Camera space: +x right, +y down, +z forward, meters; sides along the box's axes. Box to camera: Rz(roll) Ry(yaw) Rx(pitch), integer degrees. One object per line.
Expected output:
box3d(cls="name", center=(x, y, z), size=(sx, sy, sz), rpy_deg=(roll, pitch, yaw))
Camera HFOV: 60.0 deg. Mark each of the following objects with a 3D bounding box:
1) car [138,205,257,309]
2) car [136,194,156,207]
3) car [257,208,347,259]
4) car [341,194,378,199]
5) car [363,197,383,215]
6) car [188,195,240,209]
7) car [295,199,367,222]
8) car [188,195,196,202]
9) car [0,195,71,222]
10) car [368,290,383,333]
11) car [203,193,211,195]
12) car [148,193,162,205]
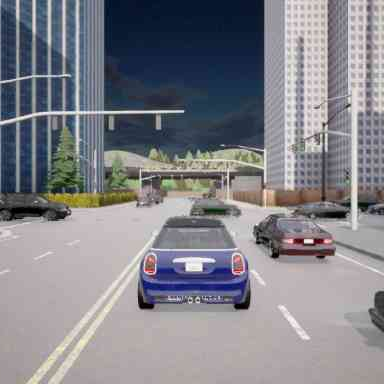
box3d(cls="car", center=(0.053, 1.352, 8.018), size=(2.097, 1.767, 4.553), rpy_deg=(0, 0, 0))
box3d(cls="car", center=(-7.137, 1.491, 49.786), size=(2.128, 1.511, 4.902), rpy_deg=(0, 0, 0))
box3d(cls="car", center=(3.599, 1.547, 12.648), size=(2.033, 1.411, 5.357), rpy_deg=(0, 0, 1))
box3d(cls="car", center=(17.813, 1.221, 36.631), size=(5.566, 2.045, 2.150), rpy_deg=(0, 0, 0))
box3d(cls="car", center=(19.992, 1.526, 33.099), size=(4.674, 1.442, 1.812), rpy_deg=(0, 0, 0))
box3d(cls="car", center=(2.041, 1.352, 29.320), size=(4.553, 1.767, 2.097), rpy_deg=(0, 0, -1))
box3d(cls="car", center=(10.439, 1.491, 25.920), size=(4.902, 1.511, 2.128), rpy_deg=(0, 0, 0))
box3d(cls="car", center=(-0.065, 1.501, 77.708), size=(1.812, 1.442, 4.674), rpy_deg=(0, 0, 0))
box3d(cls="car", center=(-12.285, 1.223, 25.589), size=(5.566, 2.045, 2.150), rpy_deg=(0, 0, -1))
box3d(cls="car", center=(3.599, 1.547, 2.580), size=(2.033, 1.411, 5.357), rpy_deg=(0, 0, 0))
box3d(cls="car", center=(3.435, 1.202, 77.740), size=(2.150, 2.045, 5.566), rpy_deg=(0, 0, 0))
box3d(cls="car", center=(-7.122, 1.221, 59.653), size=(2.150, 2.045, 5.566), rpy_deg=(0, 0, 0))
